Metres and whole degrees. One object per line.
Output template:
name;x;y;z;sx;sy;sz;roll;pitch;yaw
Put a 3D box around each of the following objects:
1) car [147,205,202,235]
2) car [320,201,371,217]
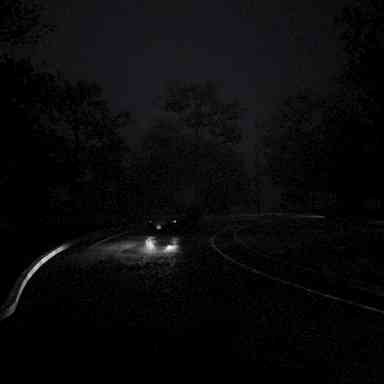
car;-0.875;1.490;18.915;2.128;1.511;4.902;0;0;19
car;13.938;1.552;30.337;4.181;1.385;1.994;0;0;1
